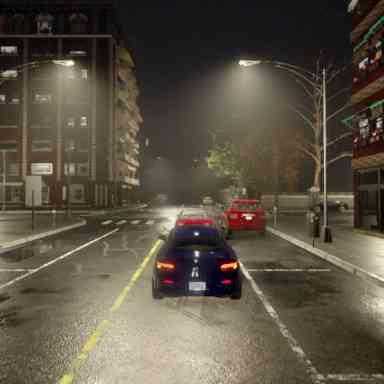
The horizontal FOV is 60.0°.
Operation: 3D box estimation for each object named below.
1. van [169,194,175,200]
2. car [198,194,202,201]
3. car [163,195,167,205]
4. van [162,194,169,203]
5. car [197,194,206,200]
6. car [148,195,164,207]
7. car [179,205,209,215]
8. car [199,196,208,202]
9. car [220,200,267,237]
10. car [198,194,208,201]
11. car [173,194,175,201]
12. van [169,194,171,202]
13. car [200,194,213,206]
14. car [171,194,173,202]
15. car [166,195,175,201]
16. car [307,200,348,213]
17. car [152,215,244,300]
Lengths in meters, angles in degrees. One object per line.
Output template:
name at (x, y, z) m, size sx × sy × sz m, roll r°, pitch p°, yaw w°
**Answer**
van at (-5.691, 1.422, 95.017) m, size 1.690 × 1.788 × 3.998 m, roll 1°, pitch 0°, yaw 0°
car at (2.690, 1.604, 72.856) m, size 2.008 × 1.369 × 4.403 m, roll 1°, pitch 0°, yaw 0°
car at (-5.688, 1.619, 56.246) m, size 1.802 × 1.307 × 4.206 m, roll 1°, pitch 0°, yaw 0°
van at (-5.684, 1.383, 61.786) m, size 1.690 × 1.788 × 3.998 m, roll 1°, pitch 0°, yaw 0°
car at (2.690, 1.396, 95.009) m, size 2.192 × 1.841 × 5.009 m, roll 1°, pitch 0°, yaw 0°
car at (-5.686, 1.614, 50.709) m, size 1.802 × 1.307 × 4.206 m, roll 1°, pitch 0°, yaw 0°
car at (0.097, 1.609, 18.025) m, size 1.895 × 1.301 × 4.718 m, roll 0°, pitch 0°, yaw 0°
car at (2.688, 1.626, 78.395) m, size 1.947 × 1.339 × 4.313 m, roll 1°, pitch 0°, yaw 0°
car at (2.705, 1.323, 18.212) m, size 2.192 × 1.841 × 5.009 m, roll 1°, pitch 0°, yaw 0°
car at (2.692, 1.382, 83.933) m, size 2.192 × 1.841 × 5.009 m, roll 1°, pitch 0°, yaw 0°
car at (-5.691, 1.611, 78.402) m, size 2.008 × 1.369 × 4.403 m, roll 1°, pitch 0°, yaw 0°
van at (-5.685, 1.389, 67.324) m, size 1.690 × 1.788 × 3.998 m, roll 1°, pitch 0°, yaw 0°
car at (2.693, 1.563, 56.413) m, size 1.752 × 1.417 × 4.829 m, roll 1°, pitch 0°, yaw 0°
car at (-5.690, 1.635, 72.863) m, size 1.802 × 1.307 × 4.206 m, roll 1°, pitch 0°, yaw 0°
car at (-5.694, 1.624, 89.479) m, size 2.008 × 1.369 × 4.403 m, roll 1°, pitch 0°, yaw 0°
car at (15.206, 1.609, 37.247) m, size 4.313 × 1.339 × 1.947 m, roll 0°, pitch -1°, yaw 1°
car at (0.100, 1.529, 8.281) m, size 1.812 × 1.442 × 4.674 m, roll 0°, pitch 0°, yaw 0°
